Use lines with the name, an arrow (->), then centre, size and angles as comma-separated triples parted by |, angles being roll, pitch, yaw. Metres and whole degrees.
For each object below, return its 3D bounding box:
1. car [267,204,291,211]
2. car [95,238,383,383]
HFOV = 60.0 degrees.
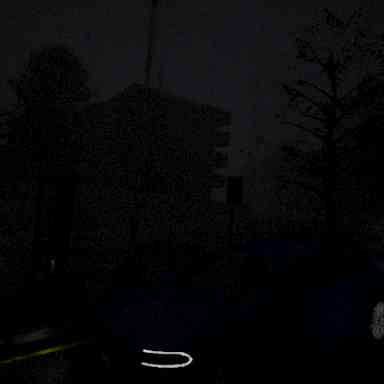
car -> 14.973, 2.844, 57.455 | 1.882, 1.535, 5.008 | 6, -5, -24
car -> 1.130, 1.507, 4.935 | 5.008, 1.535, 1.882 | 1, 0, -36
